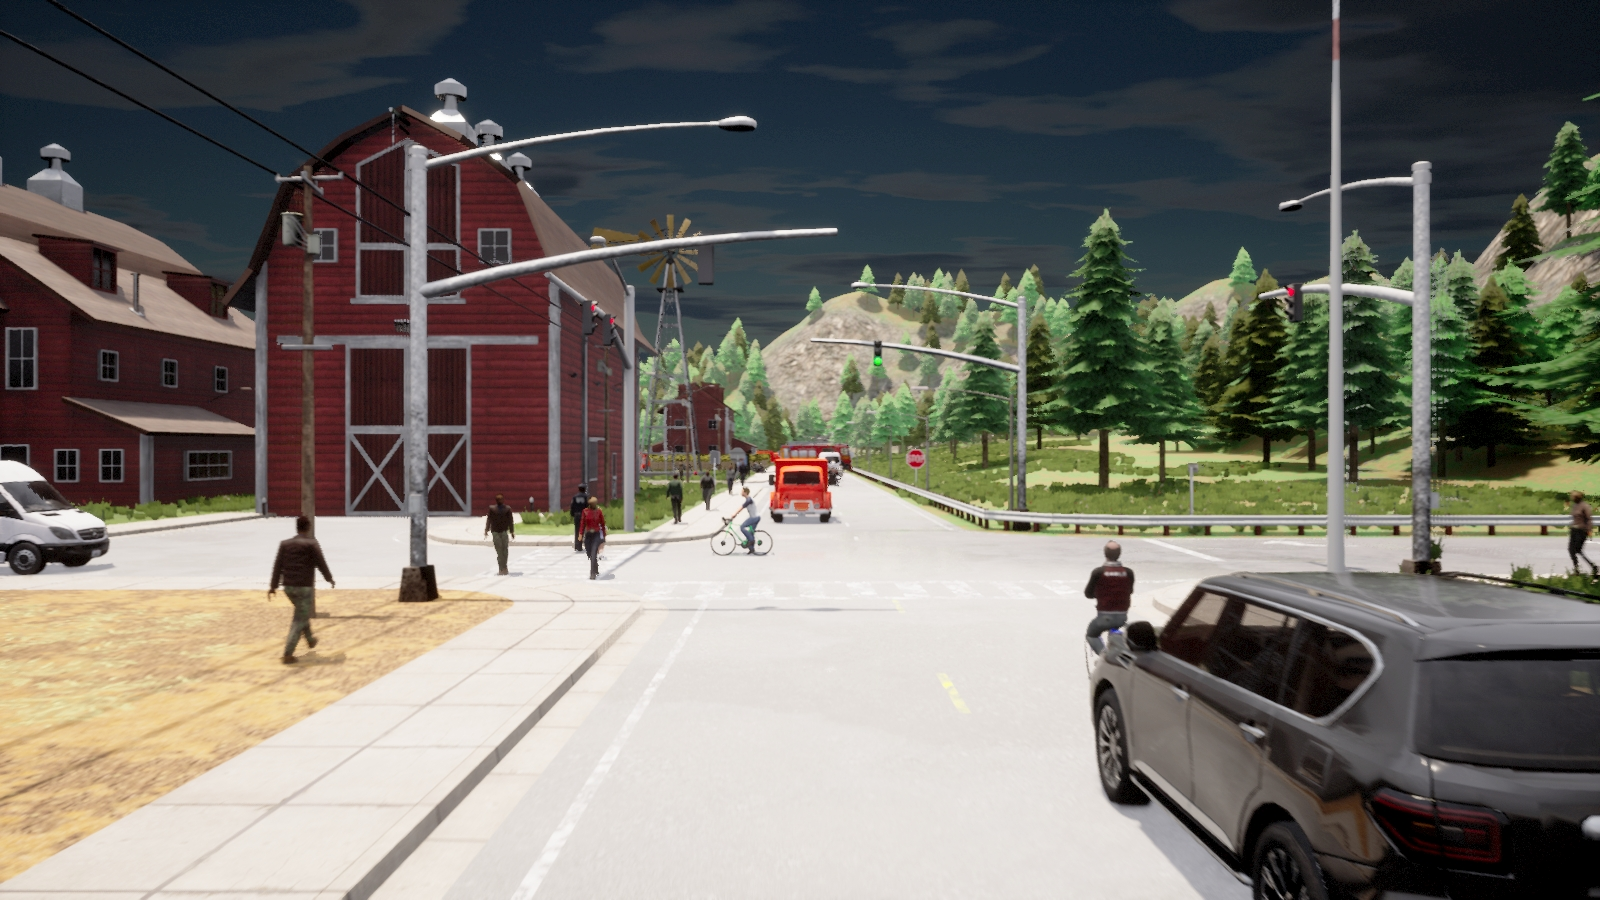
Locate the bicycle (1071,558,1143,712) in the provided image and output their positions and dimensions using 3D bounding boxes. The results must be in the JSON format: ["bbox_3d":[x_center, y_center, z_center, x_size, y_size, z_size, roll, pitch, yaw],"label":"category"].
[{"bbox_3d":[3.497,2.060,13.128,0.329,1.471,1.835,0,0,0],"label":"bicycle"}]

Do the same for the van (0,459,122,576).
[{"bbox_3d":[-19.130,1.504,26.233,5.915,2.561,1.988,0,0,-1],"label":"van"}]

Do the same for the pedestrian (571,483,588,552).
[{"bbox_3d":[-5.965,1.822,30.898,0.375,1.860,0.375,0,0,6],"label":"pedestrian"}]

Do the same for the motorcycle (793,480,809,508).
[{"bbox_3d":[0.061,2.168,56.751,0.764,1.277,2.356,0,0,0],"label":"motorcycle"}]

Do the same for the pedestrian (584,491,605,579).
[{"bbox_3d":[-4.415,1.824,24.556,0.375,1.860,0.375,0,0,-1],"label":"pedestrian"}]

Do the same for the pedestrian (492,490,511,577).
[{"bbox_3d":[-6.520,1.822,24.956,0.375,1.860,0.375,0,0,-17],"label":"pedestrian"}]

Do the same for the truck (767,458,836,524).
[{"bbox_3d":[0.041,1.567,45.619,2.627,2.467,5.204,0,0,0],"label":"truck"}]

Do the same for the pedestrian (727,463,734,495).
[{"bbox_3d":[-4.033,1.695,66.411,0.375,1.860,0.375,0,0,8],"label":"pedestrian"}]

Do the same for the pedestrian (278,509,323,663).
[{"bbox_3d":[-6.201,1.679,14.195,0.375,1.860,0.375,0,0,5],"label":"pedestrian"}]

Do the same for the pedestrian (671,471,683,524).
[{"bbox_3d":[-4.395,1.694,40.701,0.375,1.860,0.375,0,0,3],"label":"pedestrian"}]

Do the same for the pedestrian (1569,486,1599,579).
[{"bbox_3d":[15.998,1.670,23.286,0.375,1.860,0.375,0,0,-2],"label":"pedestrian"}]

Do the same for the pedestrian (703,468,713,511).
[{"bbox_3d":[-3.960,1.695,49.245,0.375,1.860,0.375,0,0,0],"label":"pedestrian"}]

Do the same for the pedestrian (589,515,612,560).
[{"bbox_3d":[-5.051,2.203,28.908,0.500,1.100,0.500,0,0,0],"label":"pedestrian"}]

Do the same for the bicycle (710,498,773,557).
[{"bbox_3d":[-1.534,2.035,30.048,1.643,1.496,0.373,0,0,-1],"label":"bicycle"}]

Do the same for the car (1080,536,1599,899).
[{"bbox_3d":[3.542,1.779,7.287,2.150,2.045,5.566,0,0,0],"label":"car"}]
